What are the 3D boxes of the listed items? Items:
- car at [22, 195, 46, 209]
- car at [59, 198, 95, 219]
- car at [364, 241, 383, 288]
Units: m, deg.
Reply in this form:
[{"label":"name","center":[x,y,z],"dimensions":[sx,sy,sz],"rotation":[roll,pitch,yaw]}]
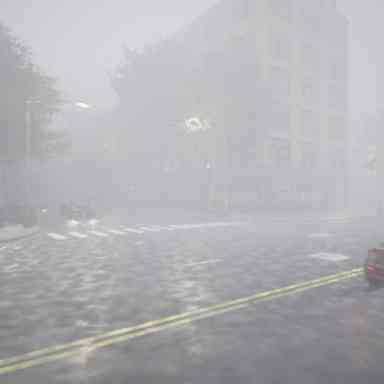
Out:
[{"label":"car","center":[-20.910,1.517,44.368],"dimensions":[1.882,1.535,5.008],"rotation":[0,0,-36]},{"label":"car","center":[-10.176,1.347,29.338],"dimensions":[2.097,1.767,4.553],"rotation":[0,0,-36]},{"label":"car","center":[5.930,1.522,7.961],"dimensions":[4.674,1.442,1.812],"rotation":[0,0,-35]}]
